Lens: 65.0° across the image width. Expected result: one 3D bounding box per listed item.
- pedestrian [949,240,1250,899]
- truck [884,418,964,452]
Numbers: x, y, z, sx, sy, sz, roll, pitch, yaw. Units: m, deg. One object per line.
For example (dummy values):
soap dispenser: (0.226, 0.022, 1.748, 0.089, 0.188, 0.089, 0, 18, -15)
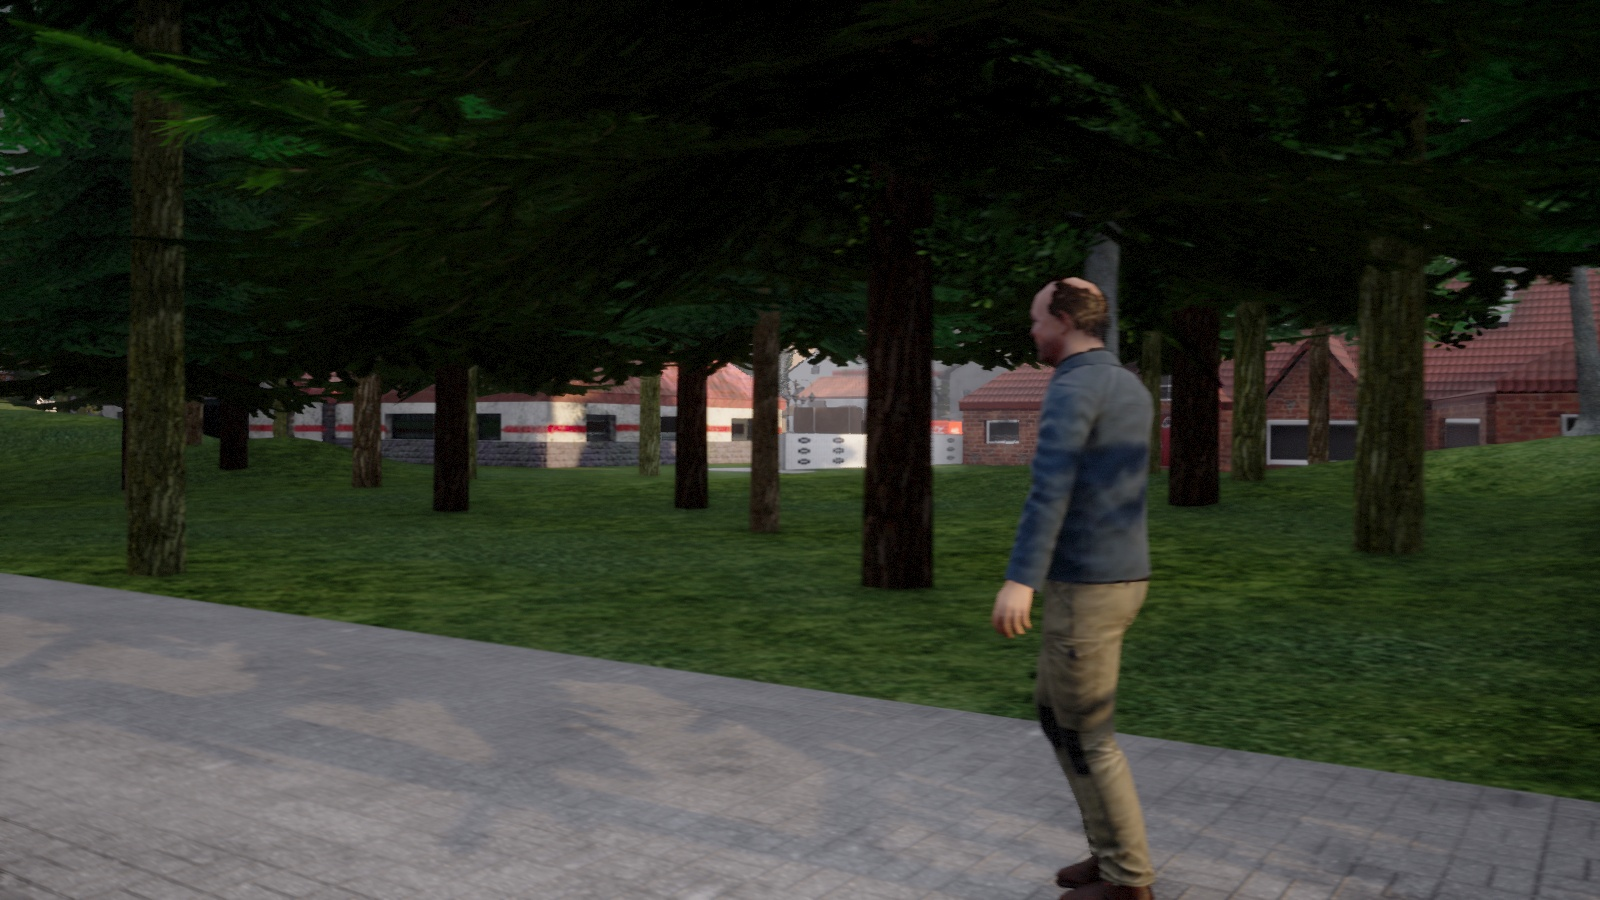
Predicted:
pedestrian: (0.848, 0.385, 3.564, 0.726, 1.842, 0.402, 0, 1, 34)
truck: (9.069, -1.094, 92.029, 5.204, 2.467, 2.627, 0, 1, 34)
